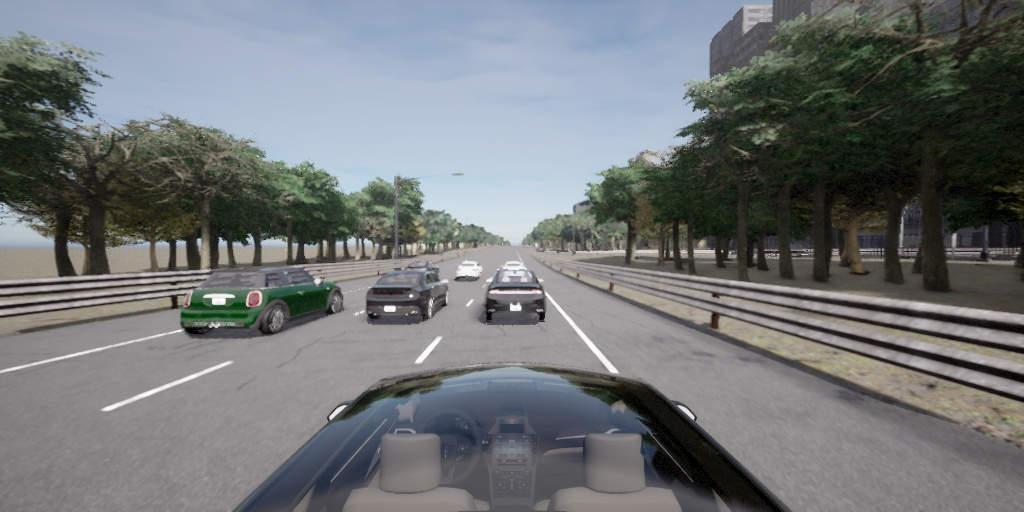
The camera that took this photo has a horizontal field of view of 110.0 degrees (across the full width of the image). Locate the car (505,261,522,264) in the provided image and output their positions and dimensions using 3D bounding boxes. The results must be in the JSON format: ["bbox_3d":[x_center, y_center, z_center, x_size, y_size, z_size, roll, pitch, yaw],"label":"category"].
[{"bbox_3d":[0.118,1.150,29.082,1.812,1.442,4.674,0,0,0],"label":"car"}]

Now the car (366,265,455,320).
[{"bbox_3d":[-3.398,1.216,12.404,1.837,1.490,4.892,0,0,0],"label":"car"}]

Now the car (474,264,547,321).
[{"bbox_3d":[0.102,1.203,12.255,2.128,1.511,4.902,0,0,0],"label":"car"}]

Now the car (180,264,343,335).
[{"bbox_3d":[-6.898,1.071,10.561,2.097,1.767,4.553,0,0,0],"label":"car"}]

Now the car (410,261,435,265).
[{"bbox_3d":[-6.894,1.123,28.050,2.128,1.511,4.902,0,0,0],"label":"car"}]

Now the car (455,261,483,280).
[{"bbox_3d":[-3.396,1.150,29.064,1.812,1.442,4.674,0,0,0],"label":"car"}]
